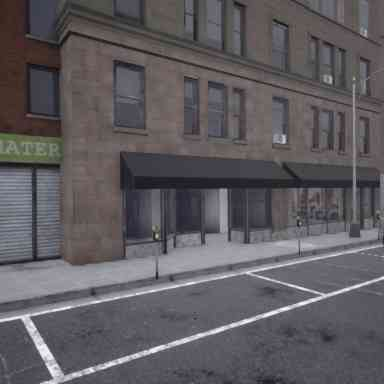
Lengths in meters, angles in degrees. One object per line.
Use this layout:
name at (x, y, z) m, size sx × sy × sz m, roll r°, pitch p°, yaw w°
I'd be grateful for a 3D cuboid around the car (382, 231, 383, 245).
car at (9.271, 1.540, 13.189) m, size 4.507 × 1.381 × 1.887 m, roll 0°, pitch -1°, yaw -36°
